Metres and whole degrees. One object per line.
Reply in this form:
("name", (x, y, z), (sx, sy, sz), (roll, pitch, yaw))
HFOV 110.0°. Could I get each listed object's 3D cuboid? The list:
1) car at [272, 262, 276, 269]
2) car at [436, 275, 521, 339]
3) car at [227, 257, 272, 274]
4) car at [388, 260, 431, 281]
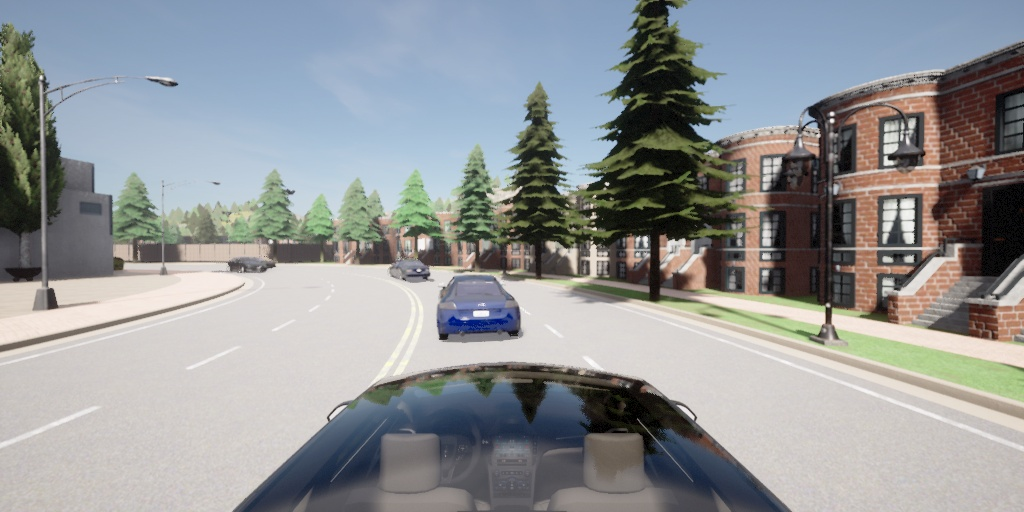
("car", (-28.714, 0.811, 39.901), (5.357, 1.411, 2.033), (0, 1, 25))
("car", (-1.060, 1.208, 9.871), (1.994, 1.385, 4.181), (0, 1, -11))
("car", (-25.015, 0.846, 33.788), (4.892, 1.490, 1.837), (0, 0, 33))
("car", (-7.556, 0.983, 26.079), (2.033, 1.411, 5.357), (0, 1, -32))
